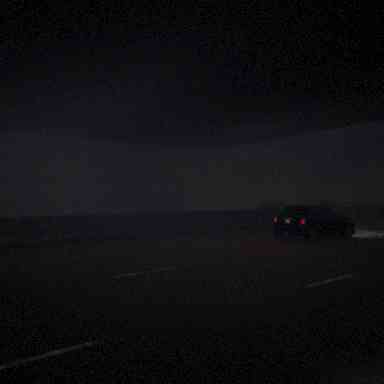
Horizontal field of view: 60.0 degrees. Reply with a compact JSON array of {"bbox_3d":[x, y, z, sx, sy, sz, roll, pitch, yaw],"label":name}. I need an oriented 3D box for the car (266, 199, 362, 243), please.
[{"bbox_3d":[6.201,1.414,16.775,4.553,1.767,2.097,0,0,-36],"label":"car"}]

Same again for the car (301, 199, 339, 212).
[{"bbox_3d":[15.855,1.633,41.081,5.008,1.535,1.882,0,0,-35],"label":"car"}]

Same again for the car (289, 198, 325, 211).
[{"bbox_3d":[15.724,1.657,45.280,4.902,1.511,2.128,0,0,-35],"label":"car"}]

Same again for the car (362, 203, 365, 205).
[{"bbox_3d":[18.650,1.760,38.778,4.718,1.301,1.895,0,0,-35],"label":"car"}]

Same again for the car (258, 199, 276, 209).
[{"bbox_3d":[11.095,1.716,46.283,4.181,1.385,1.994,0,0,-35],"label":"car"}]
